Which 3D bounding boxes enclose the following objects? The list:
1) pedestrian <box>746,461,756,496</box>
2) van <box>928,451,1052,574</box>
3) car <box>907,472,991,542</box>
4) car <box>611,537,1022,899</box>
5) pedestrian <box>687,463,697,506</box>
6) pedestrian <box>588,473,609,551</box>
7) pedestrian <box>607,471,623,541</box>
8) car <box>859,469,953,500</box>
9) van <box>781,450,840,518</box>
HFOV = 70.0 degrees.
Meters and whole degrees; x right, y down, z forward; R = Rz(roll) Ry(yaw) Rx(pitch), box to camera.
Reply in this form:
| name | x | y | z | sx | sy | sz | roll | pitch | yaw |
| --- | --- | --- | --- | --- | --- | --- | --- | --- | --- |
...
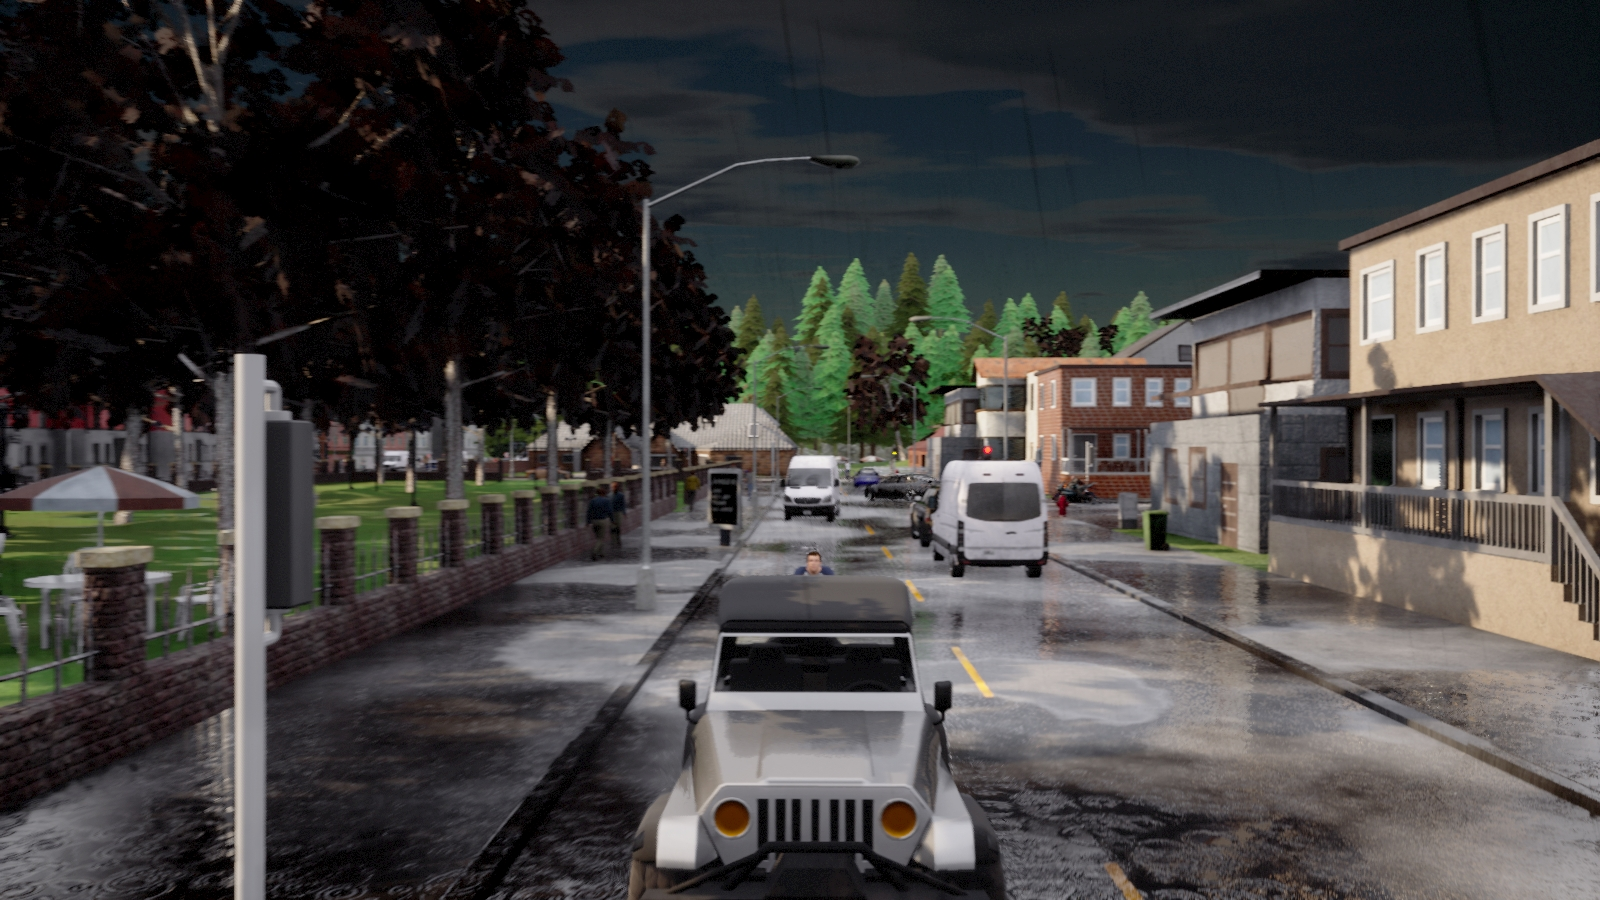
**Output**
| name | x | y | z | sx | sy | sz | roll | pitch | yaw |
| --- | --- | --- | --- | --- | --- | --- | --- | --- | --- |
| pedestrian | -2.537 | 1.485 | 59.630 | 0.375 | 1.860 | 0.375 | 0 | 0 | 30 |
| van | 4.299 | 1.301 | 26.836 | 1.988 | 2.561 | 5.915 | 0 | 0 | 1 |
| car | 4.346 | 1.626 | 33.903 | 1.932 | 1.855 | 4.605 | 0 | 0 | 1 |
| car | 0.100 | 1.633 | 7.226 | 1.905 | 1.878 | 3.866 | 0 | 0 | 1 |
| pedestrian | -4.664 | 1.489 | 49.479 | 0.375 | 1.860 | 0.375 | 0 | 0 | 2 |
| pedestrian | -4.870 | 1.502 | 27.620 | 0.375 | 1.860 | 0.375 | 0 | 0 | 10 |
| pedestrian | -4.965 | 1.500 | 30.728 | 0.375 | 1.860 | 0.375 | 0 | 0 | -1 |
| car | 5.590 | 1.810 | 60.557 | 2.163 | 1.488 | 4.792 | -1 | 0 | -41 |
| van | 0.500 | 1.285 | 46.146 | 1.988 | 2.561 | 5.915 | 0 | 0 | 5 |
